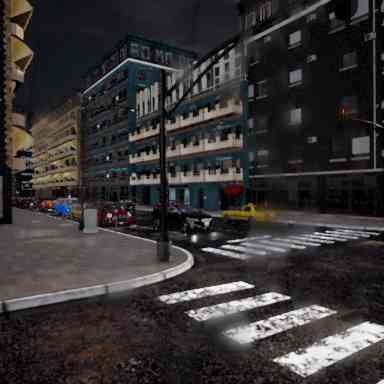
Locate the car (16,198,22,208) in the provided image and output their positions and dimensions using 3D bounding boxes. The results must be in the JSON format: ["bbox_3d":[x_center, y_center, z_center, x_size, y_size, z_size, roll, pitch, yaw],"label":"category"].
[{"bbox_3d":[-25.152,1.783,50.940,1.947,1.339,4.313,-1,1,-35],"label":"car"}]

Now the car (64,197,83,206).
[{"bbox_3d":[-21.543,1.670,60.311,2.008,1.369,4.403,-1,1,-35],"label":"car"}]

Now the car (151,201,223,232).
[{"bbox_3d":[-0.699,1.567,21.024,2.128,1.511,4.902,-1,1,-39],"label":"car"}]

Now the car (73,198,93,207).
[{"bbox_3d":[-18.329,1.669,55.804,1.947,1.339,4.313,-1,1,-35],"label":"car"}]

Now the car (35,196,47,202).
[{"bbox_3d":[-37.609,1.753,82.840,1.887,1.381,4.507,-1,1,-35],"label":"car"}]

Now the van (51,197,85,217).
[{"bbox_3d":[-12.302,1.496,32.914,1.690,1.788,3.998,-1,1,-35],"label":"van"}]

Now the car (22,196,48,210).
[{"bbox_3d":[-21.941,1.641,46.433,1.967,1.590,4.097,-1,1,-35],"label":"car"}]

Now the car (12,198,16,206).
[{"bbox_3d":[-31.579,1.796,59.952,1.887,1.381,4.507,-1,1,-35],"label":"car"}]

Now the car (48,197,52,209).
[{"bbox_3d":[-20.526,1.523,49.082,2.097,1.767,4.553,-1,0,-35],"label":"car"}]

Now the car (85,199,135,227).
[{"bbox_3d":[-5.874,1.566,23.904,1.967,1.590,4.097,-1,1,-35],"label":"car"}]

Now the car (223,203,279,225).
[{"bbox_3d":[4.064,1.523,24.402,1.752,1.417,4.829,-1,1,-35],"label":"car"}]

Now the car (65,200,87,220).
[{"bbox_3d":[-8.987,1.665,28.272,1.752,1.417,4.829,-1,1,-35],"label":"car"}]

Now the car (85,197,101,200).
[{"bbox_3d":[-15.118,1.527,51.297,1.967,1.590,4.097,-1,1,-35],"label":"car"}]
